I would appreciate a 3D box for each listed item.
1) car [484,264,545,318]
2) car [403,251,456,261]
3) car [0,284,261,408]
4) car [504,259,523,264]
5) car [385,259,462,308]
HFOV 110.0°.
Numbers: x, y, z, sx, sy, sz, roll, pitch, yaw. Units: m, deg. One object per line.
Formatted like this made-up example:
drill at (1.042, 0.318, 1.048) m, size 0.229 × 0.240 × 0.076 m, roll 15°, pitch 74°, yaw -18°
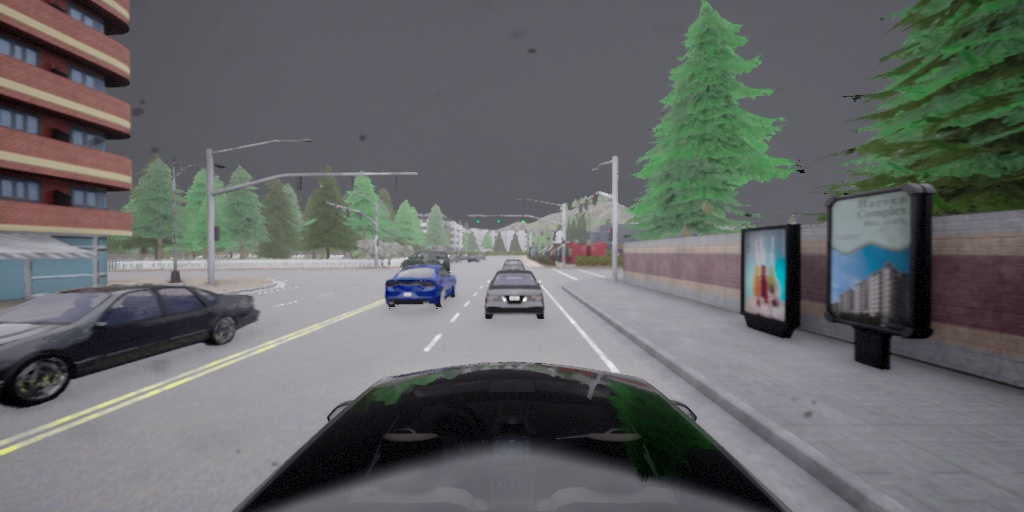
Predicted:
car at (0.082, 1.170, 12.295) m, size 2.033 × 1.411 × 5.357 m, roll 0°, pitch 1°, yaw 0°
car at (-7.678, 0.595, 31.624) m, size 2.150 × 2.045 × 5.566 m, roll 1°, pitch 0°, yaw -43°
car at (-7.083, 1.242, 6.384) m, size 2.033 × 1.411 × 5.357 m, roll 0°, pitch 1°, yaw 0°
car at (0.096, 0.971, 28.508) m, size 2.033 × 1.411 × 5.357 m, roll 0°, pitch 1°, yaw 0°
car at (-3.414, 1.078, 14.229) m, size 1.882 × 1.535 × 5.008 m, roll 0°, pitch 1°, yaw 0°
